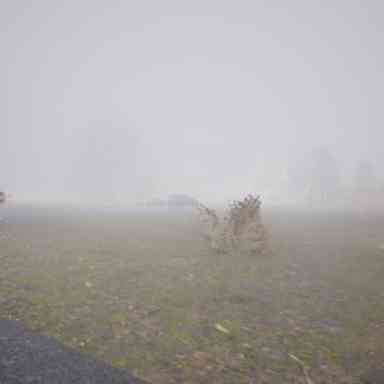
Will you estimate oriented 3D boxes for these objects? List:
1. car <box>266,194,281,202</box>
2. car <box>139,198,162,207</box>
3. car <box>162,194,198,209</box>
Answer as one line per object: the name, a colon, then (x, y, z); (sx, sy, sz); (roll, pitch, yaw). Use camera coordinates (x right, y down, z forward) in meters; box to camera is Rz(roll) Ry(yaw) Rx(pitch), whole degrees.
car: (21.464, 1.426, 86.603); (2.150, 2.045, 5.566); (0, 0, 30)
car: (-6.217, 1.665, 52.415); (1.837, 1.490, 4.892); (0, 2, 34)
car: (-1.274, 1.335, 47.193); (2.150, 2.045, 5.566); (0, 0, 34)
